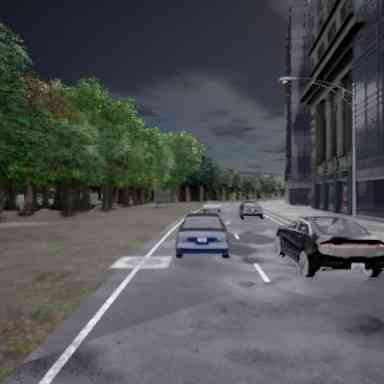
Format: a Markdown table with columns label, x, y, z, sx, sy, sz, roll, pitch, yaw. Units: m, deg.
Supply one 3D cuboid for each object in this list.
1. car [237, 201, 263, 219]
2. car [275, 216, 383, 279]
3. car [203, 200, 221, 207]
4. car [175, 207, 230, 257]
| label | x | y | z | sx | sy | sz | roll | pitch | yaw |
| --- | --- | --- | --- | --- | --- | --- | --- | --- | --- |
| car | 4.927 | 1.498 | 28.304 | 2.033 | 1.411 | 5.357 | 0 | 0 | 5 |
| car | 3.825 | 1.455 | 9.941 | 2.128 | 1.511 | 4.902 | 0 | 0 | 2 |
| car | 2.288 | 1.571 | 36.914 | 1.895 | 1.301 | 4.718 | 0 | 0 | 6 |
| car | 0.409 | 1.502 | 12.634 | 2.033 | 1.411 | 5.357 | 0 | 0 | 2 |
